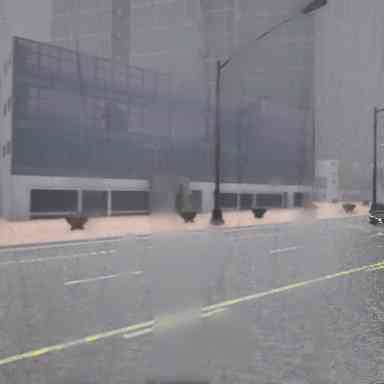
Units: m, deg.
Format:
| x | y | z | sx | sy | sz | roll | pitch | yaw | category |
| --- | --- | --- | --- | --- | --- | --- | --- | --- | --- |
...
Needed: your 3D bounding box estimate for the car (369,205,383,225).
| x | y | z | sx | sy | sz | roll | pitch | yaw | category |
| --- | --- | --- | --- | --- | --- | --- | --- | --- | --- |
| 13.876 | 1.484 | 22.489 | 4.892 | 1.490 | 1.837 | -1 | 0 | -36 | car |
